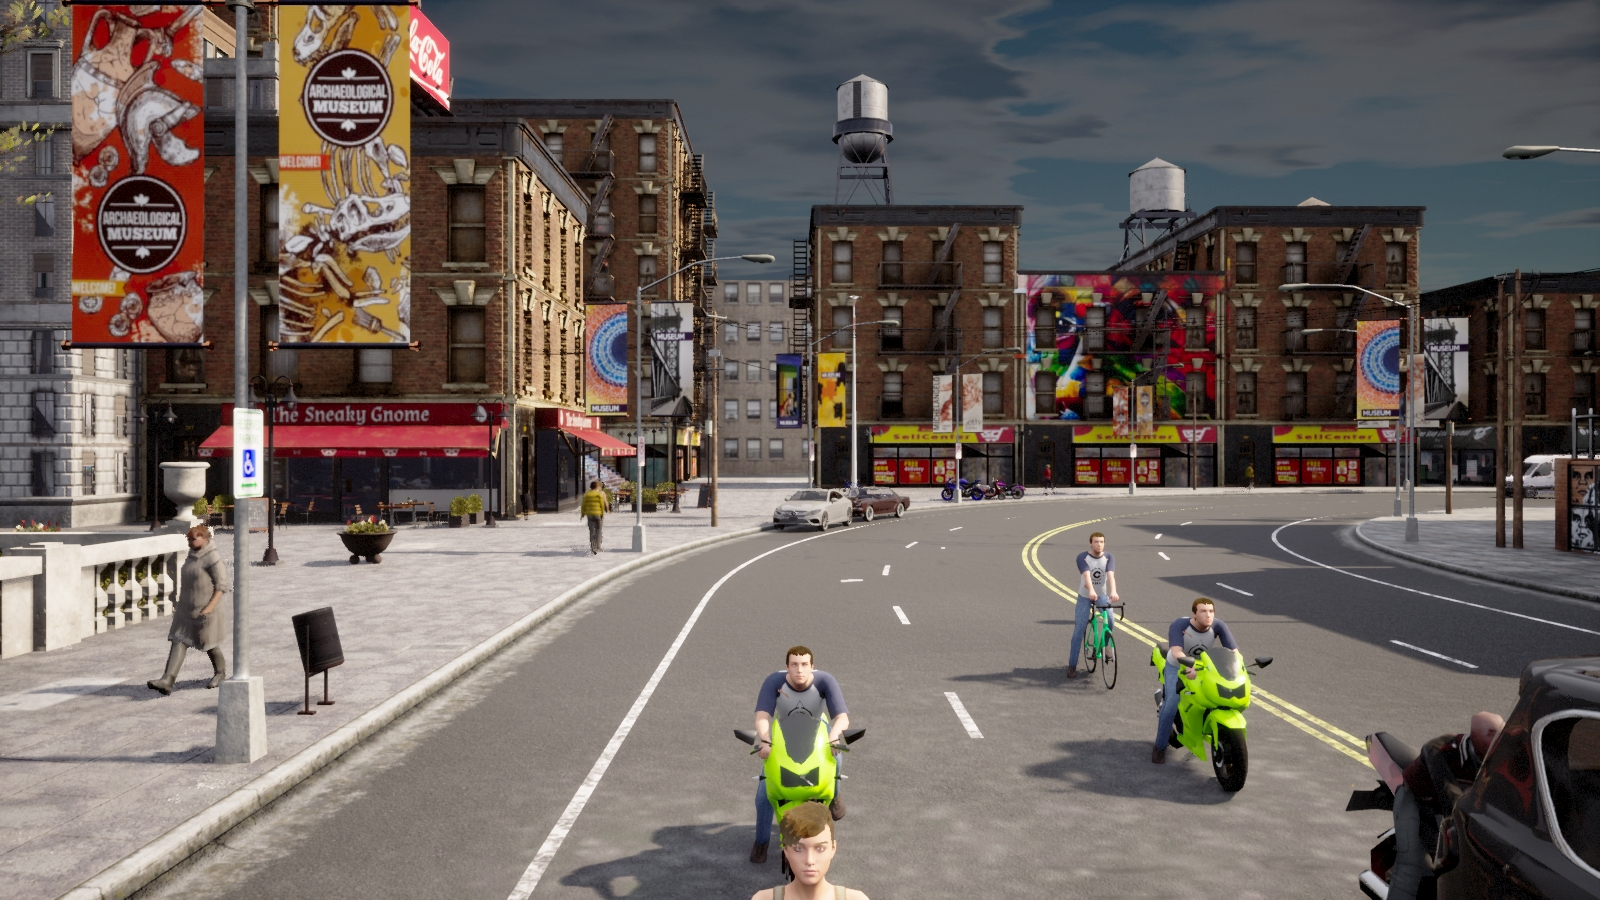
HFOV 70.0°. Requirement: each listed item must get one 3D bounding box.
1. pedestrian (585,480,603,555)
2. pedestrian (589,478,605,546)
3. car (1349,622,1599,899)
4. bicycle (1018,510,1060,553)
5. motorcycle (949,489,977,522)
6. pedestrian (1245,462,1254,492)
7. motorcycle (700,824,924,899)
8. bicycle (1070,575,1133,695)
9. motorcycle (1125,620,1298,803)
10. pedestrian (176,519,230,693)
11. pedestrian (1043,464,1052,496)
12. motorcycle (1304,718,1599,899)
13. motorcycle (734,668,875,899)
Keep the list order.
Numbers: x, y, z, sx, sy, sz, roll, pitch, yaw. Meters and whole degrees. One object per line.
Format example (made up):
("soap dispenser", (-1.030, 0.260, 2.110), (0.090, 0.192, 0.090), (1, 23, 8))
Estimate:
("pedestrian", (-5.211, 1.707, 28.951), (0.375, 1.860, 0.375), (0, 0, 4))
("pedestrian", (-5.597, 1.710, 31.513), (0.375, 1.860, 0.375), (0, 0, 5))
("car", (3.469, 1.777, 2.201), (2.150, 2.045, 5.566), (0, 0, 0))
("bicycle", (6.665, 2.269, 31.956), (0.859, 1.080, 1.487), (0, 0, 0))
("motorcycle", (6.480, 2.199, 45.388), (0.856, 1.236, 1.805), (0, 0, 0))
("pedestrian", (28.578, 1.724, 72.607), (0.375, 1.860, 0.375), (0, 0, -18))
("motorcycle", (0.039, 2.172, 3.492), (0.764, 1.277, 2.356), (0, 0, 0))
("bicycle", (3.650, 2.212, 13.929), (0.373, 1.196, 1.643), (0, 0, 1))
("motorcycle", (3.536, 2.217, 10.038), (0.803, 1.145, 2.033), (0, 0, 0))
("pedestrian", (-6.598, 1.701, 12.629), (0.375, 1.860, 0.375), (0, 0, 19))
("pedestrian", (14.410, 1.724, 66.493), (0.375, 1.860, 0.375), (0, 0, -34))
("motorcycle", (3.501, 2.233, 5.852), (0.867, 1.251, 2.209), (1, -2, 0))
("motorcycle", (0.030, 2.215, 7.575), (0.803, 1.145, 2.033), (0, 0, 0))
